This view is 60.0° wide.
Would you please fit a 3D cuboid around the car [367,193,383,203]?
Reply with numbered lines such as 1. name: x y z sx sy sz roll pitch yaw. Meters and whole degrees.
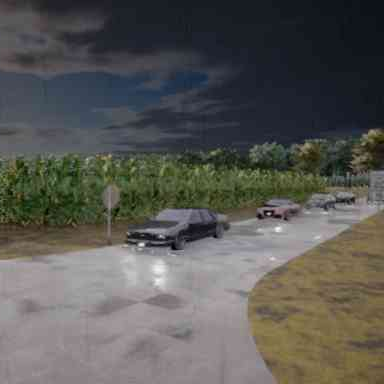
1. car: 23.148 0.622 41.663 1.837 1.490 4.892 0 1 35

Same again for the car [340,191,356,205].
1. car: 18.151 0.678 39.622 1.882 1.535 5.008 0 1 36

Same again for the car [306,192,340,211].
1. car: 12.068 0.891 31.072 1.837 1.490 4.892 0 1 36

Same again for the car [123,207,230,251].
1. car: -0.298 1.320 13.344 2.033 1.411 5.357 0 1 32

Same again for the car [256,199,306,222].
1. car: 5.914 1.139 22.389 1.994 1.385 4.181 0 1 35
